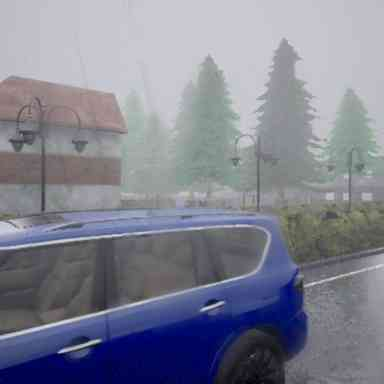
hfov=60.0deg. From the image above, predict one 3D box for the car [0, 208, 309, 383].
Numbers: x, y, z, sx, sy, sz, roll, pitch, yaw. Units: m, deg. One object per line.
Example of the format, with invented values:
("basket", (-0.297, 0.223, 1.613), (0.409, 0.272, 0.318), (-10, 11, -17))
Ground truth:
("car", (-1.253, 1.222, 3.099), (5.566, 2.045, 2.150), (0, 0, -36))
